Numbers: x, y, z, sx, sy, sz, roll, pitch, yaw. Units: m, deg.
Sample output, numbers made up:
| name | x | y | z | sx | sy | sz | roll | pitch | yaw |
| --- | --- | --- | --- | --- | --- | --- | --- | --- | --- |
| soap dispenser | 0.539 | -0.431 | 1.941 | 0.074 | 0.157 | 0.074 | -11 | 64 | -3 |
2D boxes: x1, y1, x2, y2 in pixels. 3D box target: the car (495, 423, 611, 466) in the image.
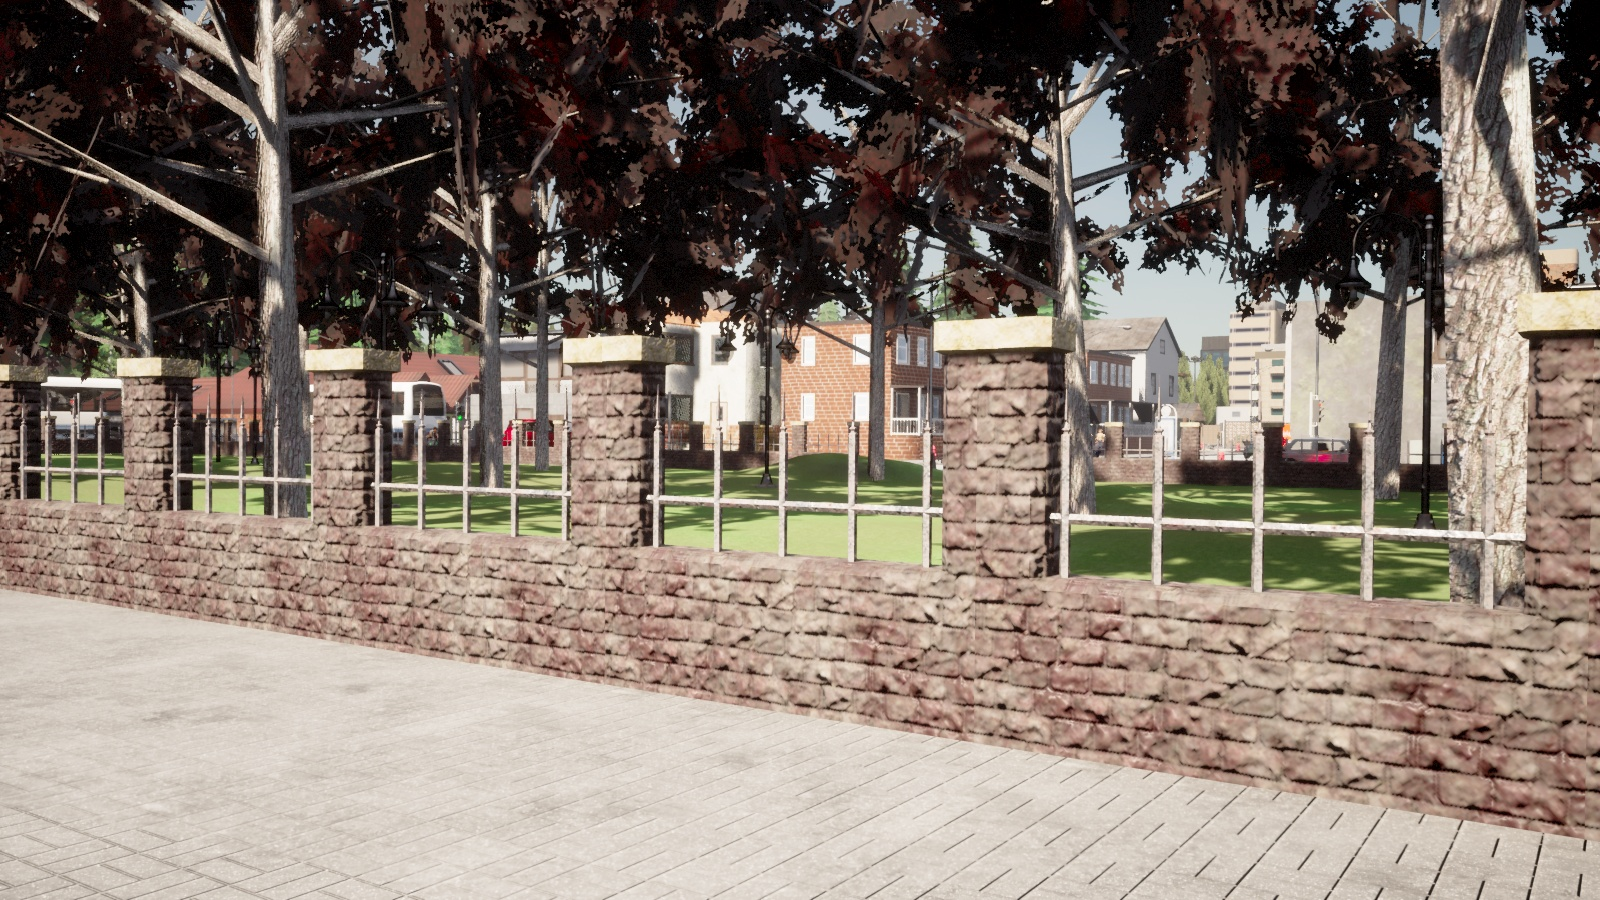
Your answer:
| name | x | y | z | sx | sy | sz | roll | pitch | yaw |
| --- | --- | --- | --- | --- | --- | --- | --- | --- | --- |
| car | -12.168 | -0.283 | 61.803 | 5.566 | 2.045 | 2.150 | 0 | 1 | 30 |

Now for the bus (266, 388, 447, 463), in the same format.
| name | x | y | z | sx | sy | sz | roll | pitch | yaw |
| --- | --- | --- | --- | --- | --- | --- | --- | --- | --- |
| bus | -26.613 | -1.433 | 75.337 | 10.273 | 4.253 | 3.944 | 0 | 2 | 24 |

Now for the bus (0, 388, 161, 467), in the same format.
| name | x | y | z | sx | sy | sz | roll | pitch | yaw |
| --- | --- | --- | --- | --- | --- | --- | --- | --- | --- |
| bus | -42.313 | -1.230 | 70.911 | 3.944 | 4.253 | 10.273 | -1 | 1 | 45 |

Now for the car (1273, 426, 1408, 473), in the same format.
| name | x | y | z | sx | sy | sz | roll | pitch | yaw |
| --- | --- | --- | --- | --- | --- | --- | --- | --- | --- |
| car | 17.993 | -0.037 | 41.833 | 3.806 | 1.475 | 1.970 | 0 | 1 | 34 |
